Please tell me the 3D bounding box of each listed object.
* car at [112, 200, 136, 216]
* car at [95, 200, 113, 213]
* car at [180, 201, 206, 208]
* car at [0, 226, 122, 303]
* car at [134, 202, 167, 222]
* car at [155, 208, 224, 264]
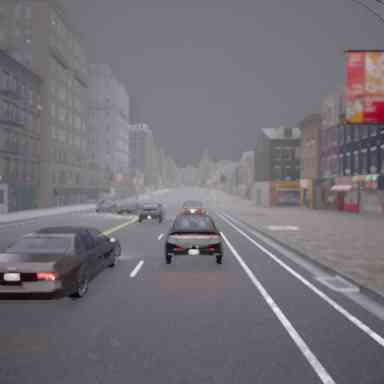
[{"bbox_3d":[-6.616,1.694,35.482,2.033,1.411,5.357,0,0,0],"label":"car"},{"bbox_3d":[-9.855,1.660,38.795,1.837,1.490,4.892,0,-1,0],"label":"car"},{"bbox_3d":[0.063,1.470,26.851,2.097,1.767,4.553,0,0,0],"label":"car"},{"bbox_3d":[-3.205,1.576,8.468,2.033,1.411,5.357,0,0,0],"label":"car"},{"bbox_3d":[-3.183,1.627,27.286,1.837,1.490,4.892,0,0,0],"label":"car"},{"bbox_3d":[0.070,1.536,12.033,2.128,1.511,4.902,0,0,0],"label":"car"}]
